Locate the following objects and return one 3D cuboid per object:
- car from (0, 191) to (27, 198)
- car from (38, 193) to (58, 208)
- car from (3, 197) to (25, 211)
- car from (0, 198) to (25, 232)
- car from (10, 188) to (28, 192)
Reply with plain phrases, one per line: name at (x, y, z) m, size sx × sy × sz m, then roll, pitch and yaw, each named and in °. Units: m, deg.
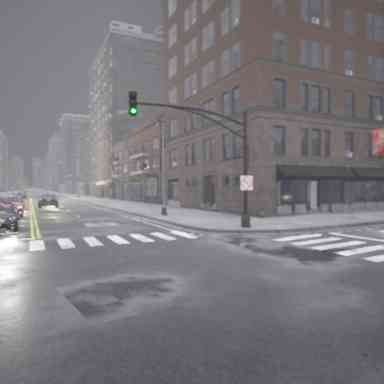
car at (-14.558, 1.083, 26.489) m, size 2.097 × 1.767 × 4.553 m, roll -1°, pitch 1°, yaw -26°
car at (-17.201, 0.928, 39.683) m, size 2.097 × 1.767 × 4.553 m, roll -1°, pitch 1°, yaw -26°
car at (-19.556, 1.225, 36.749) m, size 1.895 × 1.301 × 4.718 m, roll -1°, pitch 1°, yaw -26°
car at (-10.515, 1.308, 18.255) m, size 2.128 × 1.511 × 4.902 m, roll -1°, pitch 1°, yaw -27°
car at (-26.147, 0.319, 50.323) m, size 2.150 × 2.045 × 5.566 m, roll -1°, pitch 1°, yaw -26°
